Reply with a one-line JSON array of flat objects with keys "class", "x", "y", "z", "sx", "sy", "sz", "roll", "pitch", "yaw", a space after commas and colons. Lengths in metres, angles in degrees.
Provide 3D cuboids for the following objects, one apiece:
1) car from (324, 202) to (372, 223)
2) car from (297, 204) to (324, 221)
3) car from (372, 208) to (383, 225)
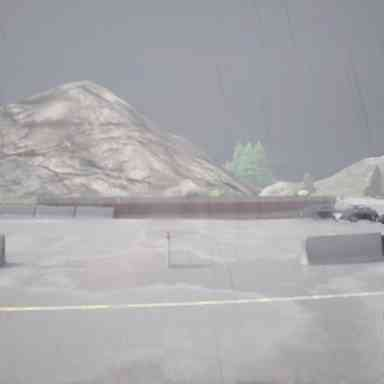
[{"class": "car", "x": 14.108, "y": 1.875, "z": 28.802, "sx": 4.902, "sy": 1.511, "sz": 2.128, "roll": 2, "pitch": -1, "yaw": -32}, {"class": "car", "x": 12.057, "y": 1.939, "z": 31.648, "sx": 4.892, "sy": 1.490, "sz": 1.837, "roll": 2, "pitch": -2, "yaw": -32}, {"class": "car", "x": 16.974, "y": 1.920, "z": 26.435, "sx": 5.357, "sy": 1.411, "sz": 2.033, "roll": 1, "pitch": -1, "yaw": -34}]
